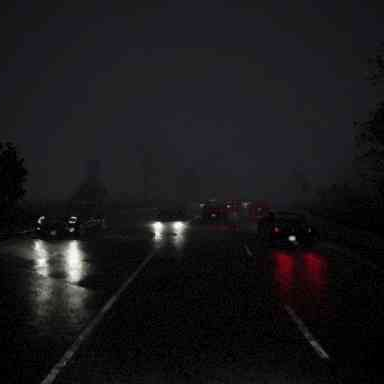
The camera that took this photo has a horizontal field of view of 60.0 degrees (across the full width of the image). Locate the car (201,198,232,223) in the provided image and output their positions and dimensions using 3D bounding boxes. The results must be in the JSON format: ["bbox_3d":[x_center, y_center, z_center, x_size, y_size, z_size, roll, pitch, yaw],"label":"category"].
[{"bbox_3d":[1.807,1.443,25.129,1.882,1.535,5.008,0,0,8],"label":"car"}]

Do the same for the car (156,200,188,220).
[{"bbox_3d":[-1.569,1.432,27.671,1.882,1.535,5.008,0,0,9],"label":"car"}]

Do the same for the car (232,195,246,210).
[{"bbox_3d":[5.113,1.438,41.724,2.128,1.511,4.902,0,0,14],"label":"car"}]

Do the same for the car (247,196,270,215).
[{"bbox_3d":[6.776,1.440,33.515,1.882,1.535,5.008,0,0,11],"label":"car"}]

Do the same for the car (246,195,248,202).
[{"bbox_3d":[10.599,1.419,68.046,1.837,1.490,4.892,0,0,25],"label":"car"}]

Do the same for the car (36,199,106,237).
[{"bbox_3d":[-6.260,1.316,17.710,2.097,1.767,4.553,0,0,5],"label":"car"}]

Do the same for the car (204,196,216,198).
[{"bbox_3d":[3.083,1.410,59.086,1.837,1.490,4.892,0,0,21],"label":"car"}]

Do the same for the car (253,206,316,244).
[{"bbox_3d":[4.267,1.583,15.786,1.895,1.301,4.718,0,0,4],"label":"car"}]
